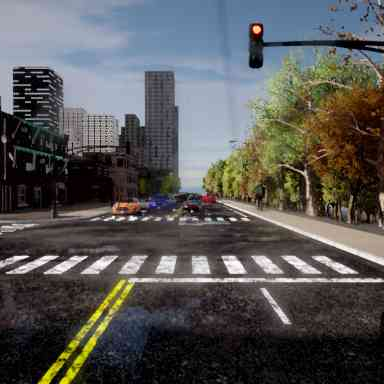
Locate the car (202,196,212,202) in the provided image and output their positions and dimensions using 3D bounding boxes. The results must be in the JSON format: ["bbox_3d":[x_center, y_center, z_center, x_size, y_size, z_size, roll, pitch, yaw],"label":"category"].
[{"bbox_3d":[3.400,1.522,75.910,1.994,1.385,4.181,0,0,0],"label":"car"}]

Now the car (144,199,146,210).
[{"bbox_3d":[-6.501,1.586,42.703,1.895,1.301,4.718,0,0,0],"label":"car"}]

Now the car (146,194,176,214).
[{"bbox_3d":[-3.269,1.210,35.866,2.150,2.045,5.566,0,0,0],"label":"car"}]

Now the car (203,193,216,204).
[{"bbox_3d":[3.474,1.197,65.326,2.150,2.045,5.566,0,0,1],"label":"car"}]

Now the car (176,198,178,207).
[{"bbox_3d":[-3.241,1.336,45.558,2.097,1.767,4.553,0,0,0],"label":"car"}]

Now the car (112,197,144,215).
[{"bbox_3d":[-6.557,1.342,33.717,2.097,1.767,4.553,0,0,1],"label":"car"}]

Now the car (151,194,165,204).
[{"bbox_3d":[-6.432,1.328,62.762,2.097,1.767,4.553,0,0,1],"label":"car"}]

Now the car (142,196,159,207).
[{"bbox_3d":[-6.483,1.473,52.707,2.128,1.511,4.902,0,0,0],"label":"car"}]

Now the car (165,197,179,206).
[{"bbox_3d":[-3.228,1.581,54.899,1.895,1.301,4.718,0,0,0],"label":"car"}]

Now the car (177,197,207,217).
[{"bbox_3d":[0.091,1.482,31.489,2.128,1.511,4.902,0,0,2],"label":"car"}]

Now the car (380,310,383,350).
[{"bbox_3d":[3.356,1.491,2.379,2.128,1.511,4.902,0,0,0],"label":"car"}]
